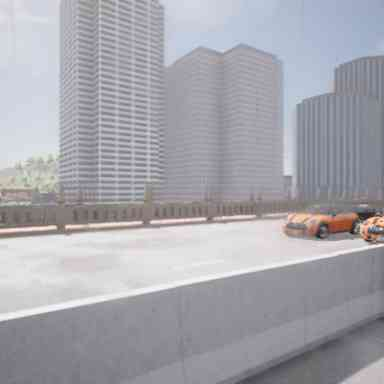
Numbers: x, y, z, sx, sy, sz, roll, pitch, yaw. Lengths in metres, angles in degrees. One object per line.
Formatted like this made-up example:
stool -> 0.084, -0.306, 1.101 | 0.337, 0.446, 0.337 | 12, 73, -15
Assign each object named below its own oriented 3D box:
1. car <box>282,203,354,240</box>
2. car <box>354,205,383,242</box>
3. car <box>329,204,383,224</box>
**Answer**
car -> 6.865, 1.410, 17.595 | 4.553, 1.767, 2.097 | 0, 0, -36
car -> 9.860, 1.406, 15.442 | 4.553, 1.767, 2.097 | 0, 0, -36
car -> 13.148, 1.690, 26.453 | 4.718, 1.301, 1.895 | 0, 0, -36
